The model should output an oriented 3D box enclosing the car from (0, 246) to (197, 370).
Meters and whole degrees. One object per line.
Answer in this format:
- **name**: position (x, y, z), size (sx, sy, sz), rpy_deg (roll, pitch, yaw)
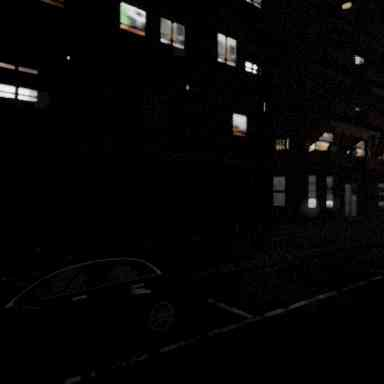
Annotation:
- **car**: position (-1.950, 1.599, 5.139), size (4.403, 1.369, 2.008), rpy_deg (0, 0, -37)
